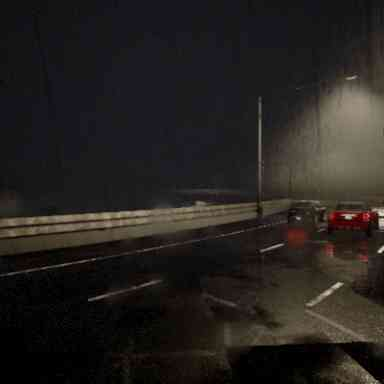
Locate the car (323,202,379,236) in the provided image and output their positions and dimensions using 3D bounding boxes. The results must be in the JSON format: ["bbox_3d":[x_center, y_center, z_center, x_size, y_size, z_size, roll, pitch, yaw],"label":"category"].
[{"bbox_3d":[9.068,1.306,18.502,2.097,1.767,4.553,0,0,34],"label":"car"}]

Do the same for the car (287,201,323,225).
[{"bbox_3d":[8.186,1.440,23.553,1.837,1.490,4.892,1,0,32],"label":"car"}]
